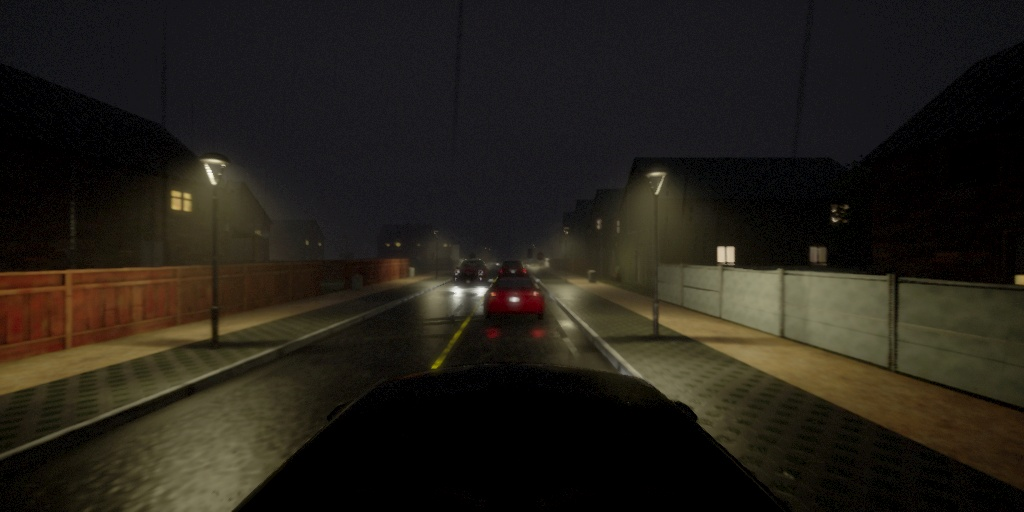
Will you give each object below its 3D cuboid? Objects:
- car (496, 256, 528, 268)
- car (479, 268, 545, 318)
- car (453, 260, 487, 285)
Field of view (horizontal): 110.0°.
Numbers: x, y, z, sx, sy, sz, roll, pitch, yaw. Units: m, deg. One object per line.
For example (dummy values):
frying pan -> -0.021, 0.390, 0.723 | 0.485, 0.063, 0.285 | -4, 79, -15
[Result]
car -> 0.077, 1.071, 26.260 | 2.097, 1.767, 4.553 | 0, 0, 0
car -> 0.083, 1.298, 12.876 | 1.994, 1.385, 4.181 | 0, 0, 0
car -> -2.834, 1.072, 25.462 | 2.097, 1.767, 4.553 | 0, 0, 0
